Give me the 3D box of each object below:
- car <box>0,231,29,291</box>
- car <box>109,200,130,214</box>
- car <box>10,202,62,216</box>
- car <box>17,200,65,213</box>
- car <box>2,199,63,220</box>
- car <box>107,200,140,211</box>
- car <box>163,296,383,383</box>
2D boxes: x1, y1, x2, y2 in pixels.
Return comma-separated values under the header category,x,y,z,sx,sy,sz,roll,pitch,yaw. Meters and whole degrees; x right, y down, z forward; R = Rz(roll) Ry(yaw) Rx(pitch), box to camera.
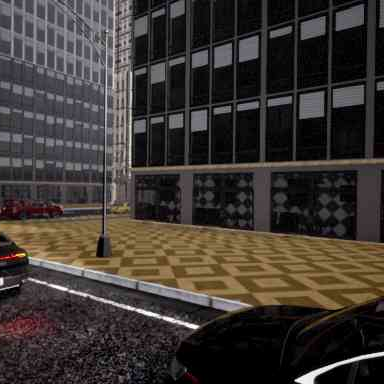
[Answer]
category,x,y,z,sx,sy,sz,roll,pitch,yaw
car,-5.731,1.500,7.801,4.892,1.490,1.837,0,0,36
car,-7.335,1.830,38.851,1.752,1.417,4.829,1,0,37
car,-16.736,1.742,35.897,1.895,1.301,4.718,1,0,37
car,-17.629,1.643,39.051,1.752,1.417,4.829,1,0,37
car,-14.164,1.519,29.664,2.192,1.841,5.009,1,0,37
car,-9.343,1.815,45.836,1.994,1.385,4.181,1,0,37
car,1.986,1.505,2.258,4.892,1.490,1.837,0,0,36
